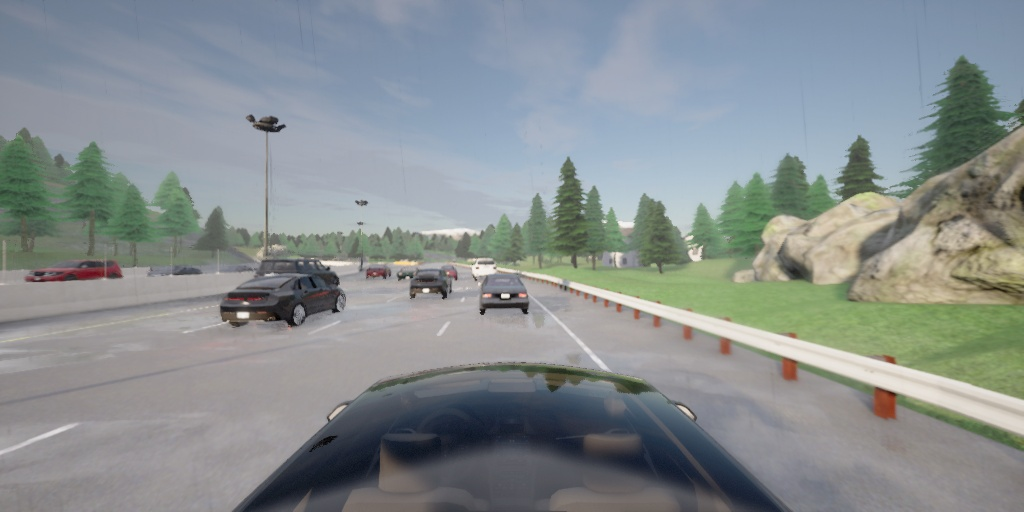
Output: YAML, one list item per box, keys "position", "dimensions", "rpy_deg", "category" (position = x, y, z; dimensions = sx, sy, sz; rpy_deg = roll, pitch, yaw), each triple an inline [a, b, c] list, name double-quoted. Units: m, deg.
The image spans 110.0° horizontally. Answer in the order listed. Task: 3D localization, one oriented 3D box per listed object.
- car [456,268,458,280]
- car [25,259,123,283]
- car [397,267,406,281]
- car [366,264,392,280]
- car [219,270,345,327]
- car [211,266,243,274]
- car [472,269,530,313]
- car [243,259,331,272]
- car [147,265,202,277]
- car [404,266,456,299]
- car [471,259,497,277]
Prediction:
- position: [-6.556, 1.663, 36.518]
  dimensions: [1.994, 1.385, 4.181]
  rpy_deg: [0, -1, -9]
  category: "car"
- position: [-33.667, 1.283, 27.860]
  dimensions: [2.150, 2.045, 5.566]
  rpy_deg: [0, -1, -9]
  category: "car"
- position: [-9.724, 1.684, 34.372]
  dimensions: [1.895, 1.301, 4.718]
  rpy_deg: [0, -1, -9]
  category: "car"
- position: [-13.815, 1.597, 37.402]
  dimensions: [1.882, 1.535, 5.008]
  rpy_deg: [0, -1, -10]
  category: "car"
- position: [-7.290, 1.366, 11.979]
  dimensions: [1.837, 1.490, 4.892]
  rpy_deg: [0, -1, -3]
  category: "car"
- position: [-27.913, 1.679, 36.238]
  dimensions: [2.033, 1.411, 5.357]
  rpy_deg: [0, -1, -10]
  category: "car"
- position: [-0.406, 1.424, 14.639]
  dimensions: [2.033, 1.411, 5.357]
  rpy_deg: [0, -1, -4]
  category: "car"
- position: [-11.301, 1.160, 19.196]
  dimensions: [2.150, 2.045, 5.566]
  rpy_deg: [0, 0, -5]
  category: "car"
- position: [-31.007, 1.598, 33.086]
  dimensions: [2.128, 1.511, 4.902]
  rpy_deg: [0, -1, -10]
  category: "car"
- position: [-4.333, 1.435, 19.597]
  dimensions: [1.837, 1.490, 4.892]
  rpy_deg: [0, -1, -5]
  category: "car"
- position: [-2.774, 1.302, 35.262]
  dimensions: [2.150, 2.045, 5.566]
  rpy_deg: [0, -1, -9]
  category: "car"
